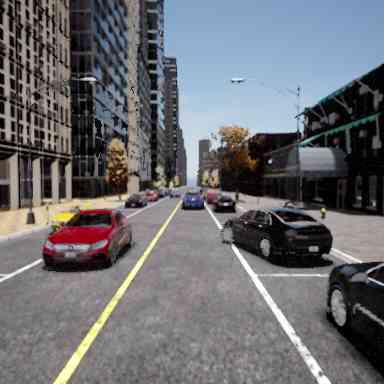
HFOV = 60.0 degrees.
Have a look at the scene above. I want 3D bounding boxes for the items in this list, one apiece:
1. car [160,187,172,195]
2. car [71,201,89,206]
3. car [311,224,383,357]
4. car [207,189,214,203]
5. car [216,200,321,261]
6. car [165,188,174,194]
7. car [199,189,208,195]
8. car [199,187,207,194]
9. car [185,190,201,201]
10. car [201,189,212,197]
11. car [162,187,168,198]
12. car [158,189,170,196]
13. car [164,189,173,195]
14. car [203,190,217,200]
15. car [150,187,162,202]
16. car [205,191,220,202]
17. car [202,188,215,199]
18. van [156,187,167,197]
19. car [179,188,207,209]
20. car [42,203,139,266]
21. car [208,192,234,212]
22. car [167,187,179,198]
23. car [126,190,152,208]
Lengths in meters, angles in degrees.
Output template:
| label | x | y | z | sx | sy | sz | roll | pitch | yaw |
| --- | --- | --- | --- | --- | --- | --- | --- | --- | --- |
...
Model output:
| label | x | y | z | sx | sy | sz | roll | pitch | yaw |
| --- | --- | --- | --- | --- | --- | --- | --- | --- | --- |
| car | -5.657 | -0.252 | 73.735 | 2.192 | 1.841 | 5.009 | -1 | 1 | 0 |
| car | -5.655 | 1.157 | 17.141 | 1.752 | 1.417 | 4.829 | -1 | 1 | 0 |
| car | 3.149 | 1.423 | 3.651 | 1.837 | 1.490 | 4.892 | 0 | 1 | 0 |
| car | 2.709 | 0.694 | 39.821 | 1.887 | 1.381 | 4.507 | -1 | 1 | 0 |
| car | 2.656 | 1.258 | 11.457 | 1.837 | 1.490 | 4.892 | 0 | 1 | -17 |
| car | -5.637 | -0.239 | 85.025 | 1.947 | 1.339 | 4.313 | -1 | 1 | 0 |
| car | 2.739 | -0.119 | 79.321 | 1.947 | 1.339 | 4.313 | -1 | 1 | 0 |
| car | 2.741 | -0.364 | 84.961 | 1.967 | 1.590 | 4.097 | -1 | 1 | 0 |
| car | 0.123 | 0.464 | 48.194 | 2.128 | 1.511 | 4.902 | 0 | 1 | 0 |
| car | 2.726 | 0.237 | 62.392 | 1.947 | 1.339 | 4.313 | -1 | 1 | 0 |
| car | -5.625 | 0.355 | 56.811 | 1.947 | 1.339 | 4.313 | -1 | 1 | 0 |
| car | -5.633 | 0.102 | 68.097 | 2.008 | 1.369 | 4.403 | -1 | 1 | 0 |
| car | -5.644 | -0.104 | 79.383 | 1.802 | 1.307 | 4.206 | -1 | 1 | 0 |
| car | 2.718 | 0.432 | 51.276 | 1.752 | 1.417 | 4.829 | -1 | 1 | 0 |
| car | -5.635 | 0.469 | 45.523 | 1.967 | 1.590 | 4.097 | -1 | 1 | 0 |
| car | 2.714 | 0.612 | 45.464 | 1.802 | 1.307 | 4.206 | -1 | 1 | 0 |
| car | 2.720 | 0.231 | 56.747 | 1.967 | 1.590 | 4.097 | -1 | 1 | 0 |
| van | -5.627 | 0.011 | 62.449 | 1.690 | 1.788 | 3.998 | -1 | 1 | 0 |
| car | 0.110 | 0.661 | 32.297 | 2.097 | 1.767 | 4.553 | 0 | 1 | 0 |
| car | -3.091 | 1.293 | 10.784 | 1.812 | 1.442 | 4.674 | 0 | 1 | 0 |
| car | 2.701 | 0.956 | 28.536 | 1.947 | 1.339 | 4.313 | -1 | 1 | 0 |
| car | -2.956 | 0.295 | 58.760 | 2.033 | 1.411 | 5.357 | 0 | 1 | 0 |
| car | -5.642 | 0.834 | 34.239 | 1.947 | 1.339 | 4.313 | -1 | 1 | 0 |
